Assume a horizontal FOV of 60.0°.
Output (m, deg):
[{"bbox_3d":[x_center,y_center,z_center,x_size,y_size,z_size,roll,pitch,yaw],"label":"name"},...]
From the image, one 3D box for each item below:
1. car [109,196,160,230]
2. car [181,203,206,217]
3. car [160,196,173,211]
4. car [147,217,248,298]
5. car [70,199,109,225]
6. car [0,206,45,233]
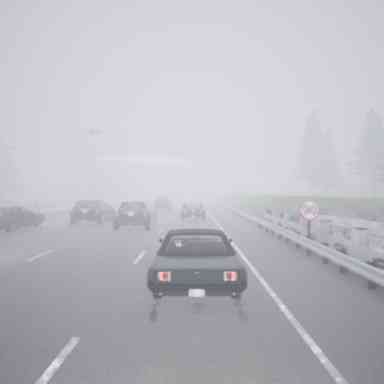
[{"bbox_3d":[-3.414,1.285,20.672,2.097,1.767,4.553,0,0,0],"label":"car"},{"bbox_3d":[0.081,1.523,27.013,1.895,1.301,4.718,0,0,0],"label":"car"},{"bbox_3d":[-3.429,1.256,39.368,2.097,1.767,4.553,0,0,0],"label":"car"},{"bbox_3d":[0.094,1.558,8.322,1.895,1.301,4.718,0,0,0],"label":"car"},{"bbox_3d":[-6.917,1.281,23.531,2.097,1.767,4.553,0,0,0],"label":"car"},{"bbox_3d":[-10.414,1.484,19.053,2.033,1.411,5.357,0,0,0],"label":"car"}]
